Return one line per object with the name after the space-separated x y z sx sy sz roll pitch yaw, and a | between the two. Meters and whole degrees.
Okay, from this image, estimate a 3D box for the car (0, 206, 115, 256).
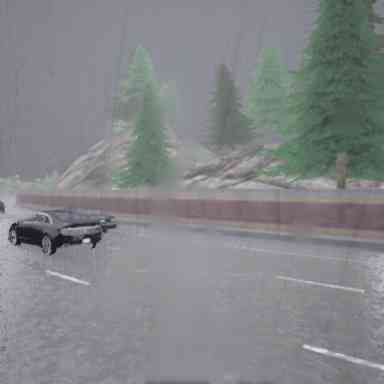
-5.474 1.459 13.088 4.902 1.511 2.128 0 0 41 | car

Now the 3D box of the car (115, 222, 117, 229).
-6.310 1.505 18.479 5.357 1.411 2.033 0 0 43 | car

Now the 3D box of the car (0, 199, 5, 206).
-20.487 1.372 34.038 1.882 1.535 5.008 0 0 -38 | car
